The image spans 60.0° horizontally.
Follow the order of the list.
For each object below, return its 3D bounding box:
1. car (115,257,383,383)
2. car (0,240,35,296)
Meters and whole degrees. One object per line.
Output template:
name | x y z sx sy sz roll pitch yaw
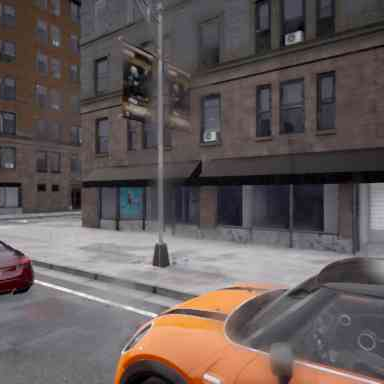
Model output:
car | 1.486 1.352 2.627 4.553 1.767 2.097 0 0 35
car | -5.456 1.562 7.558 4.181 1.385 1.994 0 0 36
